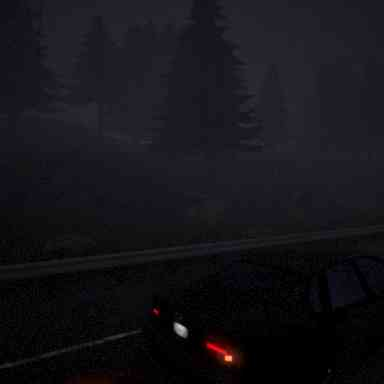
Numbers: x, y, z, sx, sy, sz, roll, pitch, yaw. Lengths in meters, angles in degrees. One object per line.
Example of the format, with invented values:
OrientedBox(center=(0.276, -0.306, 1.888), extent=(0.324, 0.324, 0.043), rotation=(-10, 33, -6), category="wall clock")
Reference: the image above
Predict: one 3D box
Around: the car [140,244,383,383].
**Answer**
OrientedBox(center=(1.943, 1.547, 5.025), extent=(5.357, 1.411, 2.033), rotation=(0, 0, -34), category="car")
